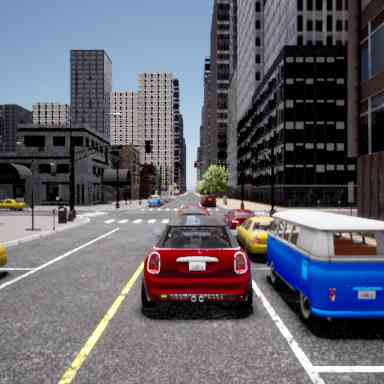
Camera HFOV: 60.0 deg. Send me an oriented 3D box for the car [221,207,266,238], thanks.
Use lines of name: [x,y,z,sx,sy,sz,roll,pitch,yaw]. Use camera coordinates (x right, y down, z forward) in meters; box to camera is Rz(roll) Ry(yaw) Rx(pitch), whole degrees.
car: [2.673,1.584,18.279,1.802,1.307,4.206,0,0,0]

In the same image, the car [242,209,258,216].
car: [2.677,1.525,12.786,1.752,1.417,4.829,0,0,0]

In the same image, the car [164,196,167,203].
car: [-5.739,1.497,56.181,1.967,1.590,4.097,0,0,0]

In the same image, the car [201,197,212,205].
car: [2.637,1.613,61.715,1.887,1.381,4.507,0,0,0]

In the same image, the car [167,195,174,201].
car: [-5.765,1.661,89.155,1.752,1.417,4.829,0,0,0]

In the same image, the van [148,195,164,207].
van: [-5.734,1.388,50.658,1.690,1.788,3.998,0,0,0]

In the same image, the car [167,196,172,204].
car: [-5.748,1.520,67.230,1.967,1.590,4.097,0,0,0]

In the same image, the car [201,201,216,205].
car: [0.086,1.479,17.299,1.882,1.535,5.008,0,0,0]

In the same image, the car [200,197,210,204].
car: [2.633,1.646,67.239,1.947,1.339,4.313,0,0,0]

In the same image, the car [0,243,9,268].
car: [-5.698,1.525,6.775,1.752,1.417,4.829,0,0,0]

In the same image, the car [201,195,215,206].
car: [2.641,1.372,56.191,2.192,1.841,5.009,0,0,0]

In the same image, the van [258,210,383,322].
van: [2.682,1.340,6.952,1.690,1.788,3.998,0,0,0]

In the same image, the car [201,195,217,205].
car: [2.645,1.362,50.667,2.192,1.841,5.009,0,0,0]

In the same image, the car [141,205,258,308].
car: [0.093,1.351,8.092,2.097,1.767,4.553,0,0,0]

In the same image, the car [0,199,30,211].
car: [-21.440,1.464,38.476,4.829,1.417,1.752,0,0,0]
